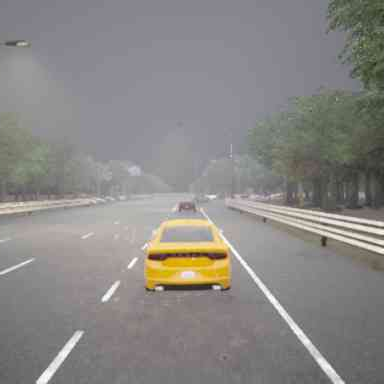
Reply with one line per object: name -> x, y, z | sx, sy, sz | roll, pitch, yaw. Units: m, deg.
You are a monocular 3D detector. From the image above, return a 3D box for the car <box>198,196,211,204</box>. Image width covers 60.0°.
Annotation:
car -> 2.229, 1.499, 62.455 | 2.033, 1.411, 5.357 | -1, 0, 15

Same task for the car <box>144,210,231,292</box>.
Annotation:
car -> -0.119, 1.475, 9.015 | 1.882, 1.535, 5.008 | -1, 0, -1

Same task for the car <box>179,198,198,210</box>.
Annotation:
car -> -0.532, 1.465, 38.818 | 1.882, 1.535, 5.008 | -1, 0, 0
